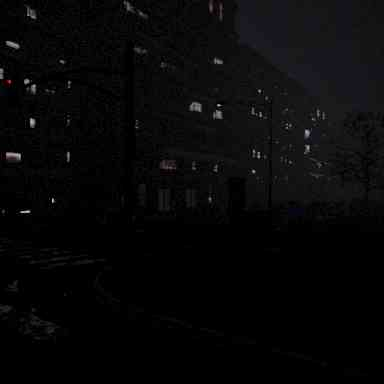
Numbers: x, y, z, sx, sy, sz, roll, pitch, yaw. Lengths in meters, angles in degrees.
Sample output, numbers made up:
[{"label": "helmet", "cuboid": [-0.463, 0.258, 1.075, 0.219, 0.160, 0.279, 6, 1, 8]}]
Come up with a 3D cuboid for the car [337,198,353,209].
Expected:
[{"label": "car", "cuboid": [24.070, 2.061, 54.235, 2.033, 1.411, 5.357, 1, 0, 37]}]

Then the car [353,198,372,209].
[{"label": "car", "cuboid": [27.368, 1.888, 54.328, 2.192, 1.841, 5.009, 1, 0, 36]}]

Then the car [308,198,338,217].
[{"label": "car", "cuboid": [14.221, 1.834, 36.522, 1.967, 1.590, 4.097, 1, 0, 36]}]

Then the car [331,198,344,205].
[{"label": "car", "cuboid": [33.776, 2.171, 77.117, 1.947, 1.339, 4.313, 1, 0, 36]}]

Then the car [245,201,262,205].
[{"label": "car", "cuboid": [7.483, 1.835, 41.505, 1.802, 1.307, 4.206, 1, 0, 36]}]

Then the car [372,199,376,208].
[{"label": "car", "cuboid": [30.652, 2.199, 58.778, 1.802, 1.307, 4.206, 1, 0, 36]}]

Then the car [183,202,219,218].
[{"label": "car", "cuboid": [0.910, 1.707, 32.602, 1.887, 1.381, 4.507, 1, 0, 36]}]

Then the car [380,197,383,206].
[{"label": "car", "cuboid": [37.225, 2.249, 67.681, 1.887, 1.381, 4.507, 1, 0, 36]}]

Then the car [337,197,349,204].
[{"label": "car", "cuboid": [37.064, 2.088, 81.569, 1.967, 1.590, 4.097, 1, 0, 36]}]

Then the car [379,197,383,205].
[{"label": "car", "cuboid": [47.089, 2.148, 81.037, 2.192, 1.841, 5.009, 1, 0, 36]}]

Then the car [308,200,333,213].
[{"label": "car", "cuboid": [17.633, 1.904, 45.492, 1.882, 1.535, 5.008, 1, 0, 36]}]

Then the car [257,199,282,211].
[{"label": "car", "cuboid": [10.771, 1.738, 45.957, 1.967, 1.590, 4.097, 1, 0, 36]}]

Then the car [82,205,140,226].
[{"label": "car", "cuboid": [-5.664, 1.621, 23.699, 2.008, 1.369, 4.403, 1, 0, 36]}]

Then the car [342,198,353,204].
[{"label": "car", "cuboid": [40.248, 2.215, 85.883, 1.752, 1.417, 4.829, 1, 0, 36]}]

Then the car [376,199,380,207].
[{"label": "car", "cuboid": [33.939, 2.101, 63.230, 1.967, 1.590, 4.097, 1, 0, 36]}]

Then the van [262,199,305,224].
[{"label": "van", "cuboid": [7.648, 1.645, 27.618, 1.690, 1.788, 3.998, 1, 0, 36]}]

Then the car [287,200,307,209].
[{"label": "car", "cuboid": [17.342, 1.969, 54.860, 1.802, 1.307, 4.206, 1, 0, 36]}]

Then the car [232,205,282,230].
[{"label": "car", "cuboid": [4.359, 1.824, 23.167, 1.947, 1.339, 4.313, 1, 0, 36]}]
